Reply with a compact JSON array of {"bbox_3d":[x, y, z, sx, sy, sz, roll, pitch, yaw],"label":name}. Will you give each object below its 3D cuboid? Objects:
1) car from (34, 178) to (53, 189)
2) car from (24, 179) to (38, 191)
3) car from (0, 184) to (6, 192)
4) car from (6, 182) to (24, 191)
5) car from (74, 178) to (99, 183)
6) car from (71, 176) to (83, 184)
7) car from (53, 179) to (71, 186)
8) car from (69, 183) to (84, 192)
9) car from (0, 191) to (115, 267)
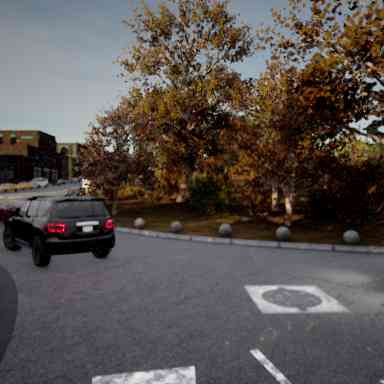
[{"bbox_3d":[-31.195,-1.774,67.482,2.435,2.045,5.566,0,4,0],"label":"car"},{"bbox_3d":[-31.208,-1.127,61.704,1.946,1.575,5.366,0,4,0],"label":"car"},{"bbox_3d":[-31.237,-0.365,50.682,1.946,1.575,5.366,0,4,0],"label":"car"},{"bbox_3d":[-31.217,-0.747,56.192,1.946,1.575,5.366,0,4,0],"label":"car"},{"bbox_3d":[-19.530,-1.193,61.703,2.097,1.767,4.553,0,4,0],"label":"car"},{"bbox_3d":[-31.160,-3.045,89.581,2.231,1.521,4.892,0,4,0],"label":"car"},{"bbox_3d":[-31.183,-2.254,78.521,2.163,1.488,4.792,0,4,0],"label":"car"},{"bbox_3d":[-16.068,-0.021,47.027,1.837,1.490,4.892,0,4,-2],"label":"car"},{"bbox_3d":[-4.691,1.117,11.445,2.150,2.045,5.566,0,1,-41],"label":"car"}]
